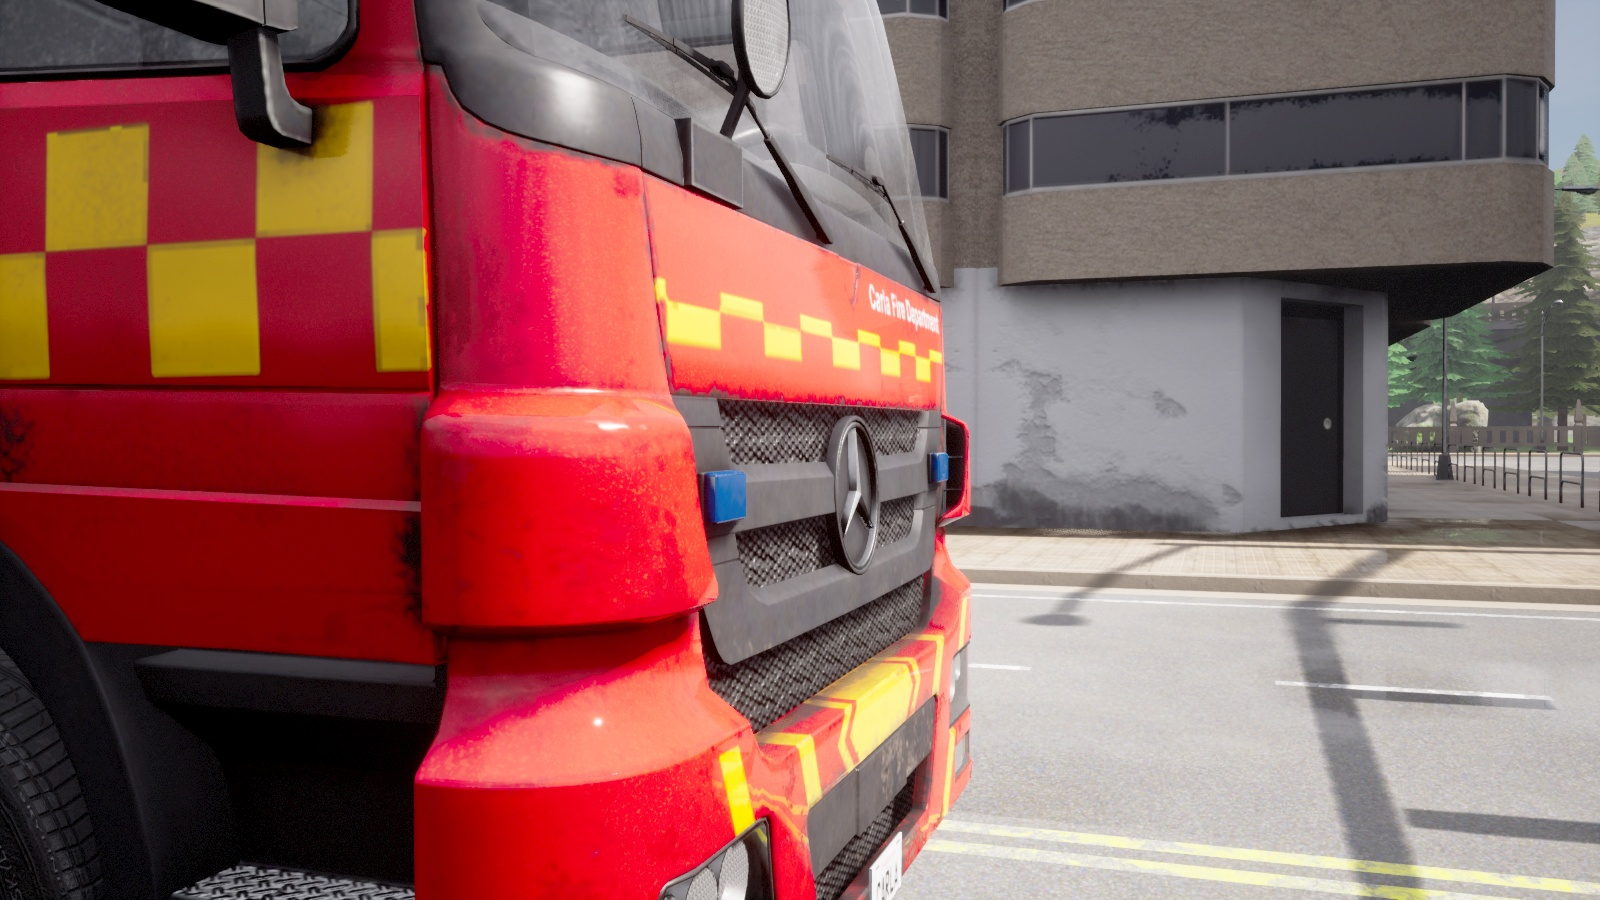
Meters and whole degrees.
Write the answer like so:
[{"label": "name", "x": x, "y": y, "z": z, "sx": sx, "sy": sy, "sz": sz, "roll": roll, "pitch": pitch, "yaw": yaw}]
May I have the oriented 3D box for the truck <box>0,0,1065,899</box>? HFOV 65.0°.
[{"label": "truck", "x": -3.556, "y": -0.422, "z": 4.371, "sx": 8.468, "sy": 3.827, "sz": 2.891, "roll": 1, "pitch": 1, "yaw": 19}]
